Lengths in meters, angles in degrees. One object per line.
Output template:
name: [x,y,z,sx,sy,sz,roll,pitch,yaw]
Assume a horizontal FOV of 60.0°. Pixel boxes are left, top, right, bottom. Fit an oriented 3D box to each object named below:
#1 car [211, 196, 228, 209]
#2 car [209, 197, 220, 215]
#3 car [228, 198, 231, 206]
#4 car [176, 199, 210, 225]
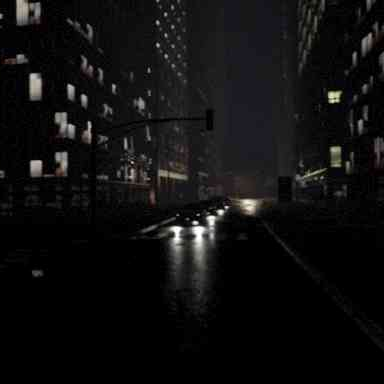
car: [3.091,1.304,43.074,2.097,1.767,4.553,-1,0,11]
car: [1.409,1.507,33.345,1.812,1.442,4.674,-1,0,9]
car: [5.136,1.461,53.433,2.033,1.411,5.357,-1,0,12]
car: [0.035,1.527,24.448,1.812,1.442,4.674,-1,0,8]
